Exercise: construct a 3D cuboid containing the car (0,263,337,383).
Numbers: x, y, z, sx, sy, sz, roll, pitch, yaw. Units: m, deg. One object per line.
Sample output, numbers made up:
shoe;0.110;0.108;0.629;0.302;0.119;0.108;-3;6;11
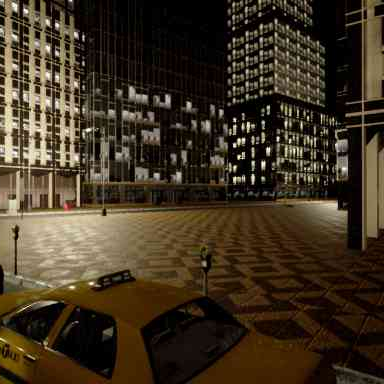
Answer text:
car;-1.017;1.525;3.599;4.829;1.417;1.752;0;0;35
